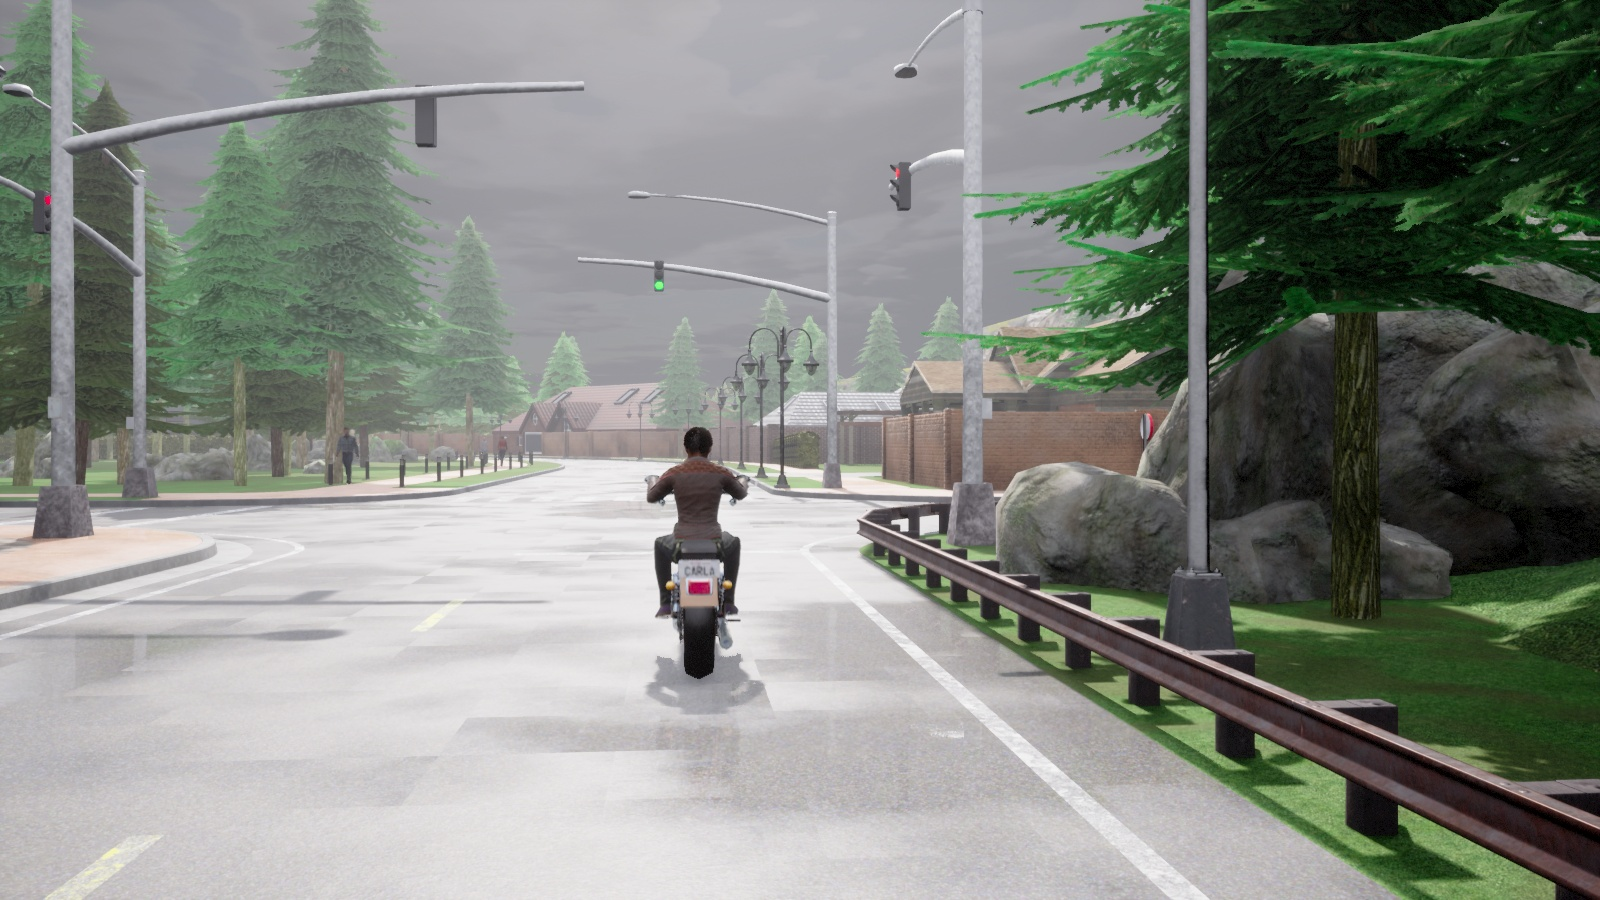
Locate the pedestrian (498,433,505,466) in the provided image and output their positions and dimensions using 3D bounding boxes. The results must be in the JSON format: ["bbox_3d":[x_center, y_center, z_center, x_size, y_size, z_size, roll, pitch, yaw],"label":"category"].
[{"bbox_3d":[-16.696,-0.038,70.312,0.331,1.846,0.636,0,0,-10],"label":"pedestrian"}]

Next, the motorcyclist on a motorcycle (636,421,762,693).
[{"bbox_3d":[-0.717,0.647,8.806,0.766,1.649,2.350,0,0,-5],"label":"motorcyclist on a motorcycle"}]

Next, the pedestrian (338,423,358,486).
[{"bbox_3d":[-14.200,0.138,39.467,0.423,1.949,0.788,0,0,-6],"label":"pedestrian"}]
